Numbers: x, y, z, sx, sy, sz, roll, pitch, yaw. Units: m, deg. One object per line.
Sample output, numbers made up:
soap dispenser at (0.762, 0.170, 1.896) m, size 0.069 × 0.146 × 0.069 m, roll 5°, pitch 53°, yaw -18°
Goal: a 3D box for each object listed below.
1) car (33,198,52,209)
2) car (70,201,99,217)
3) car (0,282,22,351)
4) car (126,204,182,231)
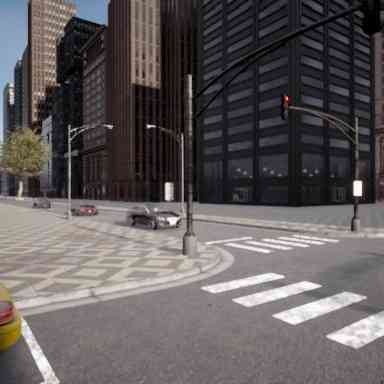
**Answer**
car at (-21.753, 1.673, 48.212) m, size 1.837 × 1.490 × 4.892 m, roll 0°, pitch 0°, yaw -36°
car at (-10.717, 1.636, 32.717) m, size 1.994 × 1.385 × 4.181 m, roll 0°, pitch 0°, yaw -36°
car at (-4.507, 1.526, 3.436) m, size 4.829 × 1.417 × 1.752 m, roll 0°, pitch 0°, yaw -36°
car at (-2.534, 1.531, 21.337) m, size 2.128 × 1.511 × 4.902 m, roll 0°, pitch 0°, yaw -36°
